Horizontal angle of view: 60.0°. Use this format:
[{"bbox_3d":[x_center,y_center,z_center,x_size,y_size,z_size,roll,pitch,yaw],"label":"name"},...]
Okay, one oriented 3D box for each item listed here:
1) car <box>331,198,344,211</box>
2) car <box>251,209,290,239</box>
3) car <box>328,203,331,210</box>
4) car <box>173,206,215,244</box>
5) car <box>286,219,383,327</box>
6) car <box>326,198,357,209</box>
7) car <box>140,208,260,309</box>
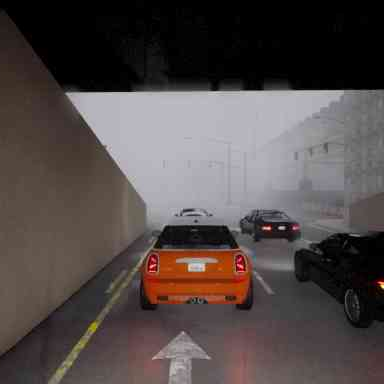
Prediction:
[{"bbox_3d":[17.424,1.453,34.254,2.038,1.542,4.974,0,0,-35],"label":"car"},{"bbox_3d":[3.628,1.547,16.362,2.033,1.411,5.357,0,0,-3],"label":"car"},{"bbox_3d":[17.527,1.453,38.861,2.038,1.542,4.974,0,0,45],"label":"car"},{"bbox_3d":[0.095,1.526,16.691,1.812,1.442,4.674,0,0,0],"label":"car"},{"bbox_3d":[3.585,1.526,6.870,1.812,1.442,4.674,0,0,0],"label":"car"},{"bbox_3d":[17.563,1.295,38.898,1.853,1.218,4.536,0,0,45],"label":"car"},{"bbox_3d":[0.087,1.352,8.013,2.097,1.767,4.553,0,0,0],"label":"car"}]
